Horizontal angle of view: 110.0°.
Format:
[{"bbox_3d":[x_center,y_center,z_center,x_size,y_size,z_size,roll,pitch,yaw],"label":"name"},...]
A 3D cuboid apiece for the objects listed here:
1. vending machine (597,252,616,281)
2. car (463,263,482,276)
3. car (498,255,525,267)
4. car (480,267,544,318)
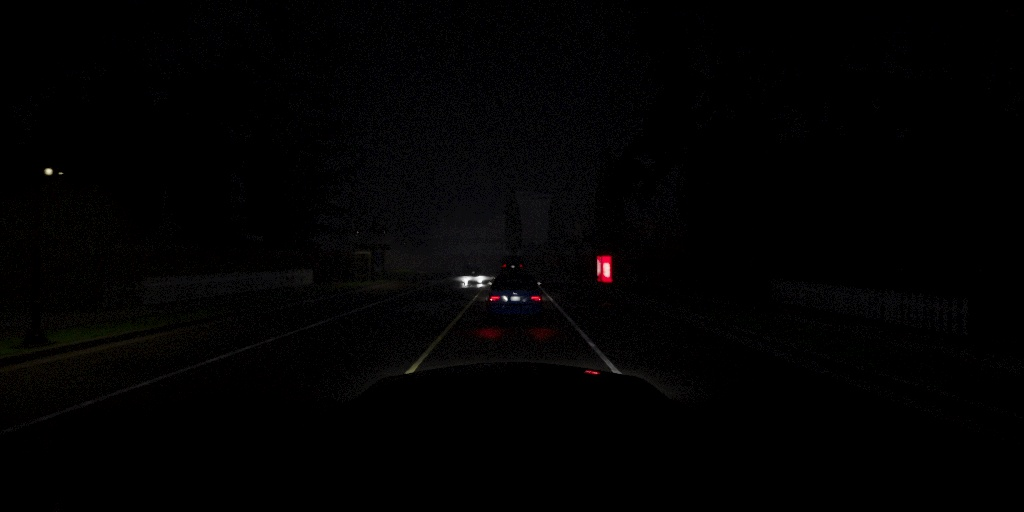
[{"bbox_3d":[6.886,0.948,26.627,1.100,2.100,0.880,0,0,0],"label":"vending machine"},{"bbox_3d":[-4.183,1.353,37.723,1.895,1.301,4.718,0,0,-10],"label":"car"},{"bbox_3d":[-0.040,0.974,32.530,2.150,2.045,5.566,0,0,-3],"label":"car"},{"bbox_3d":[0.101,1.298,13.017,2.033,1.411,5.357,0,0,0],"label":"car"}]
